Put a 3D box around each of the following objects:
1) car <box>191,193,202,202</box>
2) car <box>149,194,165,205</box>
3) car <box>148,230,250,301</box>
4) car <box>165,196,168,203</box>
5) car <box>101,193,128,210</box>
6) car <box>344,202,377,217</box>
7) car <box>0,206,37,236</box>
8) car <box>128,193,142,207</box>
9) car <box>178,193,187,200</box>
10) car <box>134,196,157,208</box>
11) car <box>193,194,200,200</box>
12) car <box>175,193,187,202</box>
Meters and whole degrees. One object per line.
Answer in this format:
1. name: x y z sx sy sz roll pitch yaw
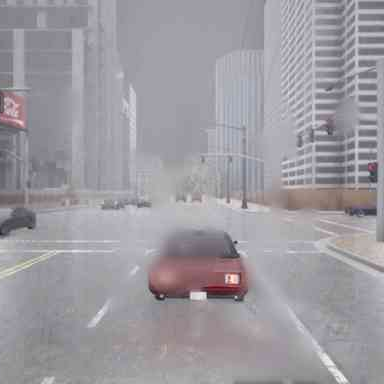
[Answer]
1. car: 1.017 1.216 73.350 2.150 2.045 5.566 0 0 1
2. car: -6.310 1.564 56.830 1.994 1.385 4.181 0 0 0
3. car: 0.212 1.601 8.278 1.895 1.301 4.718 0 0 2
4. car: -6.067 1.477 68.300 1.882 1.535 5.008 0 0 1
5. car: -10.020 1.352 42.448 2.097 1.767 4.553 0 0 1
6. car: 16.534 1.601 30.405 4.718 1.301 1.895 0 0 1
7. car: -10.349 1.527 18.498 1.812 1.442 4.674 0 1 1
8. car: -9.852 1.217 52.785 2.150 2.045 5.566 0 1 1
9. car: -2.333 1.184 84.040 2.097 1.767 4.553 0 0 1
10. car: -6.457 1.601 46.828 1.895 1.301 4.718 0 0 1
11. car: 1.167 1.353 84.020 1.812 1.442 4.674 0 0 1
12. car: -2.483 1.216 73.400 2.150 2.045 5.566 0 0 1
